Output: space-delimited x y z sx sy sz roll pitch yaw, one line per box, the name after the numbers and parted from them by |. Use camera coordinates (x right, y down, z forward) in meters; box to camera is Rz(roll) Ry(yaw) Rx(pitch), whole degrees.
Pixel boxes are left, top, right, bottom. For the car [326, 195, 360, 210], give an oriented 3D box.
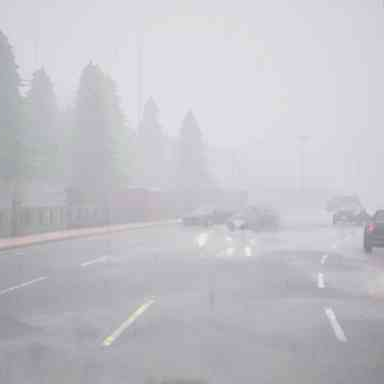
17.458 1.399 38.476 2.150 2.045 5.566 0 0 2 | car

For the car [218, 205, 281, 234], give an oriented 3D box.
3.858 1.579 20.120 2.128 1.511 4.902 0 0 34 | car

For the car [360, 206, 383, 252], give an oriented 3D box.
8.338 1.415 13.671 2.097 1.767 4.553 0 0 30 | car

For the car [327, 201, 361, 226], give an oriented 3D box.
11.776 1.638 24.734 1.812 1.442 4.674 0 0 36 | car

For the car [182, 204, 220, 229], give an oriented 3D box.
1.284 1.574 22.564 1.882 1.535 5.008 0 0 35 | car
